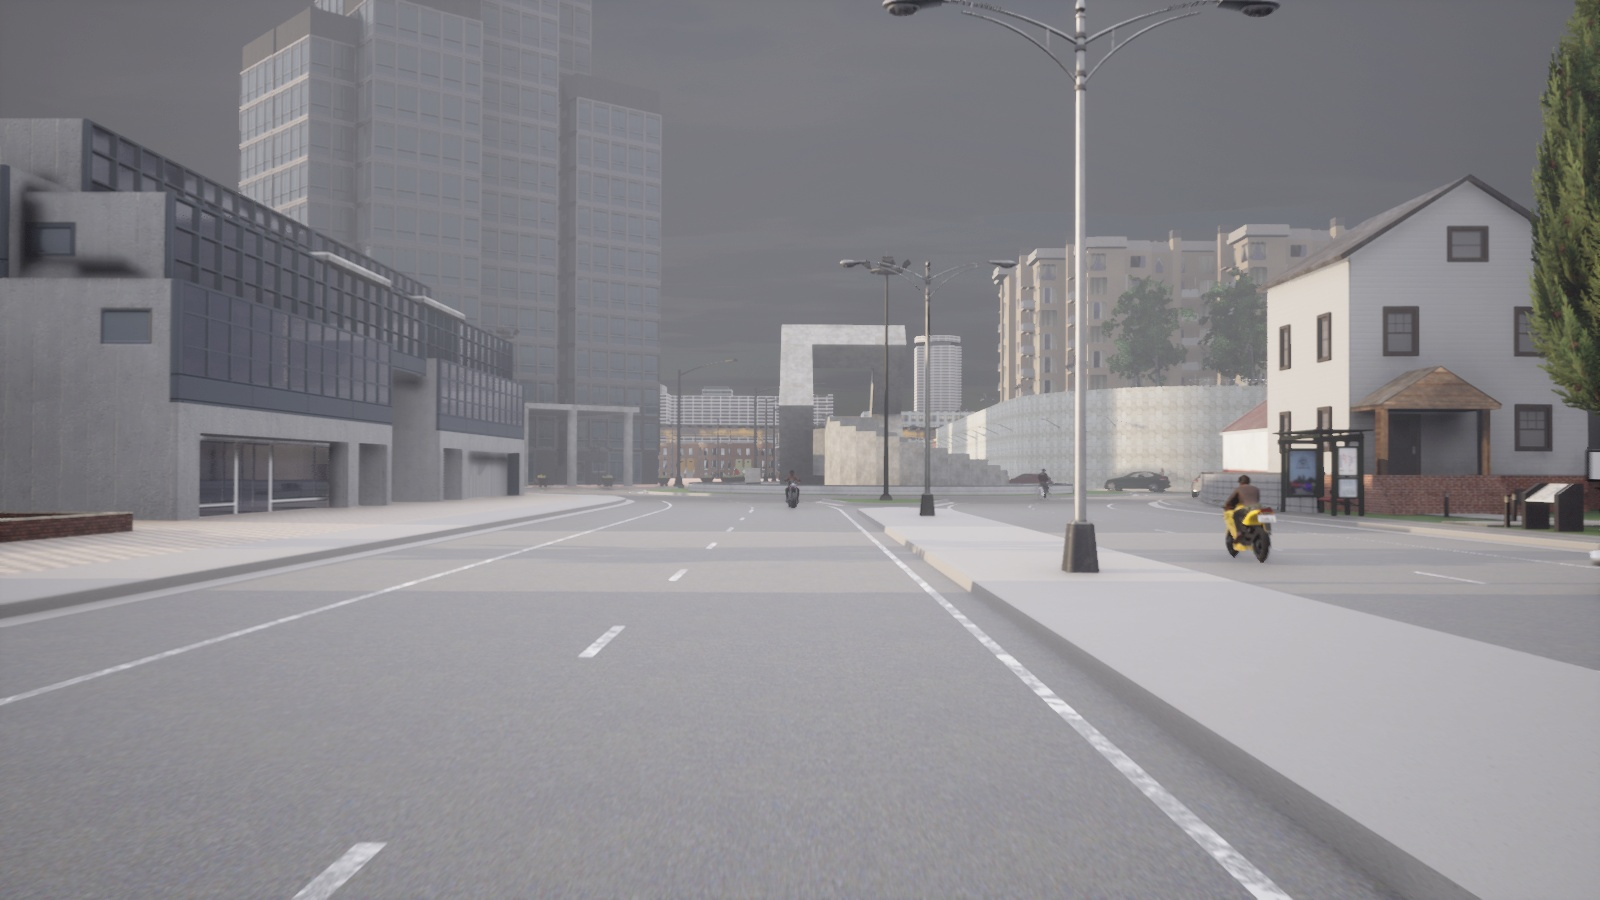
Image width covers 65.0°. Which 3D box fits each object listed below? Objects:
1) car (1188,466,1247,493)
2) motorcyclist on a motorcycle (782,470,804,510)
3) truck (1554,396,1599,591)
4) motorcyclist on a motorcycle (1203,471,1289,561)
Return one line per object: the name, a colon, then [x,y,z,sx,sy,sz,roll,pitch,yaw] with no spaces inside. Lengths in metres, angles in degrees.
car: [26.167,1.804,78.547,2.152,1.651,5.027,-1,-1,35]
motorcyclist on a motorcycle: [-0.296,1.656,53.135,0.766,1.649,2.350,0,-1,-4]
truck: [11.463,0.521,14.270,2.627,2.467,5.204,0,-1,0]
motorcyclist on a motorcycle: [7.945,1.141,22.468,0.797,1.523,2.044,0,-1,0]
